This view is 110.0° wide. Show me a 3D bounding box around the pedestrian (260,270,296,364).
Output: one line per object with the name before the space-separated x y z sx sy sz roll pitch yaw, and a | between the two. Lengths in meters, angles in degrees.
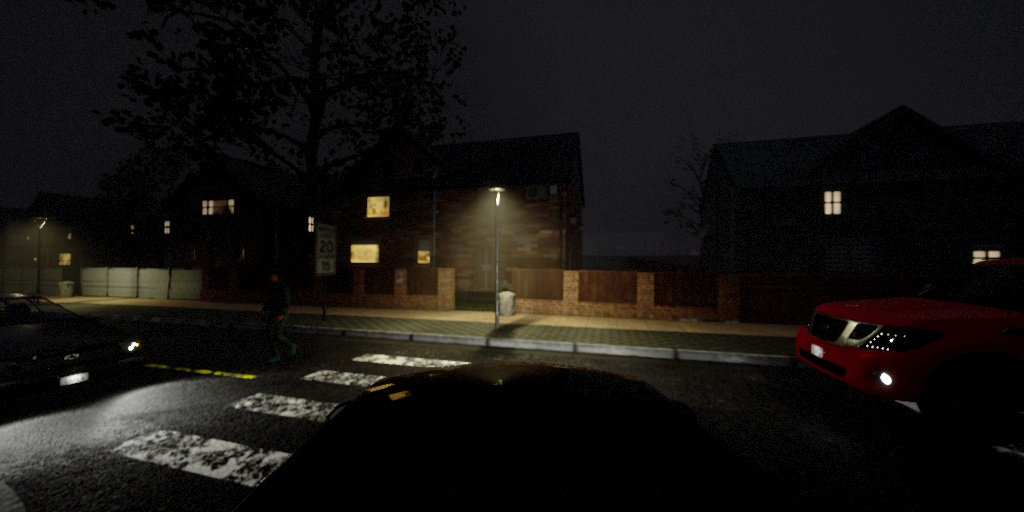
pedestrian | -4.524 1.101 6.934 0.375 1.860 0.375 0 0 16

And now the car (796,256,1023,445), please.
car | 6.948 0.976 4.274 5.566 2.045 2.150 0 -1 16

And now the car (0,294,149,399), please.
car | -8.663 1.342 5.756 5.357 1.411 2.033 0 -1 16
